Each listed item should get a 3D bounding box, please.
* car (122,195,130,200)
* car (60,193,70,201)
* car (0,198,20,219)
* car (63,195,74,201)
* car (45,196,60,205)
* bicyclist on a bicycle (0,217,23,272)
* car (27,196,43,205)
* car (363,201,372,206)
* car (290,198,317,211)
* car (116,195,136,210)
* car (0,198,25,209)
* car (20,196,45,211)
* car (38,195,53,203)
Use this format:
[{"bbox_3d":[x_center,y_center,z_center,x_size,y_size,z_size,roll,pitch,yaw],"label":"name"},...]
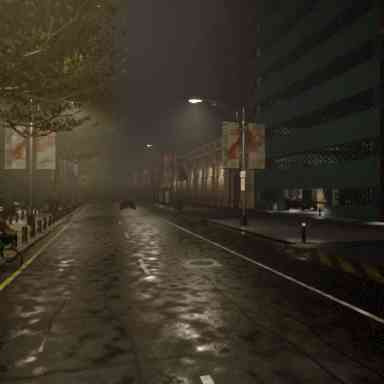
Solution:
[{"bbox_3d":[-18.444,1.595,92.738,1.895,1.301,4.718,0,0,-15],"label":"car"},{"bbox_3d":[-27.842,1.225,70.835,2.150,2.045,5.566,0,0,-15],"label":"car"},{"bbox_3d":[-16.554,1.351,28.339,2.097,1.767,4.553,0,0,-15],"label":"car"},{"bbox_3d":[-31.882,1.521,85.904,2.128,1.511,4.902,0,0,-15],"label":"car"},{"bbox_3d":[-23.835,1.477,55.609,1.882,1.535,5.008,0,0,-15],"label":"car"},{"bbox_3d":[-5.503,1.367,9.291,1.656,1.620,0.582,13,-3,-14],"label":"bicyclist on a bicycle"},{"bbox_3d":[-28.979,1.477,61.497,1.882,1.535,5.008,0,0,-15],"label":"car"},{"bbox_3d":[23.922,1.463,41.564,1.895,1.301,4.718,0,0,-15],"label":"car"},{"bbox_3d":[12.612,1.413,38.948,2.161,1.482,4.786,0,0,-15],"label":"car"},{"bbox_3d":[-8.529,1.525,43.543,1.812,1.442,4.674,0,0,-15],"label":"car"},{"bbox_3d":[-25.612,1.547,46.585,2.033,1.411,5.357,0,0,-4],"label":"car"},{"bbox_3d":[-20.154,1.505,41.775,1.837,1.490,4.892,0,0,-15],"label":"car"},{"bbox_3d":[-31.967,1.525,72.705,2.128,1.511,4.902,0,0,-15],"label":"car"}]
